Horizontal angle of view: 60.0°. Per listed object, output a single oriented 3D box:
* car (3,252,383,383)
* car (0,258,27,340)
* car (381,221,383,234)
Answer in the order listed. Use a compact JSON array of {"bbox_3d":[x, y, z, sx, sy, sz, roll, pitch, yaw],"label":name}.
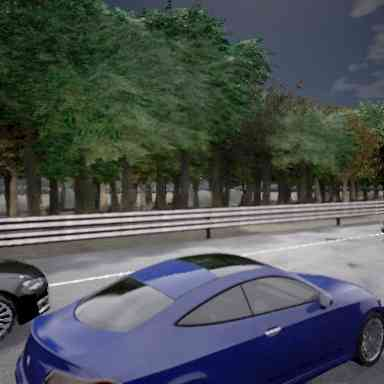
[{"bbox_3d":[0.503,1.499,4.044,4.674,1.442,1.812,-1,0,-35],"label":"car"},{"bbox_3d":[-4.662,1.492,4.682,4.902,1.511,2.128,-1,0,-36],"label":"car"},{"bbox_3d":[10.800,1.391,15.189,5.357,1.411,2.033,-1,0,-33],"label":"car"}]
